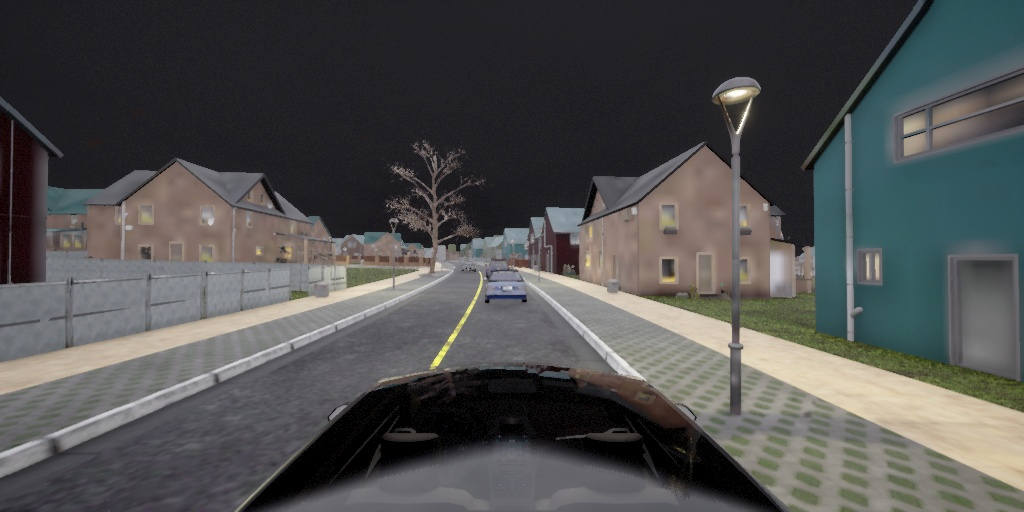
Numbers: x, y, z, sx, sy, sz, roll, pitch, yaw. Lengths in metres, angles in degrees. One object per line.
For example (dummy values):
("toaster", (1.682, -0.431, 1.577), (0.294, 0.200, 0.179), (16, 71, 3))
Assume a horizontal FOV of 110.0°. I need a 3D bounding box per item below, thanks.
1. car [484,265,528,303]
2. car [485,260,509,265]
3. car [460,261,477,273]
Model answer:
("car", (-0.321, 1.315, 16.571), (2.033, 1.411, 5.357), (0, 0, -2))
("car", (-1.281, 1.121, 31.569), (2.097, 1.767, 4.553), (0, 0, -5))
("car", (-5.366, 1.353, 44.271), (1.994, 1.385, 4.181), (0, 0, -7))
